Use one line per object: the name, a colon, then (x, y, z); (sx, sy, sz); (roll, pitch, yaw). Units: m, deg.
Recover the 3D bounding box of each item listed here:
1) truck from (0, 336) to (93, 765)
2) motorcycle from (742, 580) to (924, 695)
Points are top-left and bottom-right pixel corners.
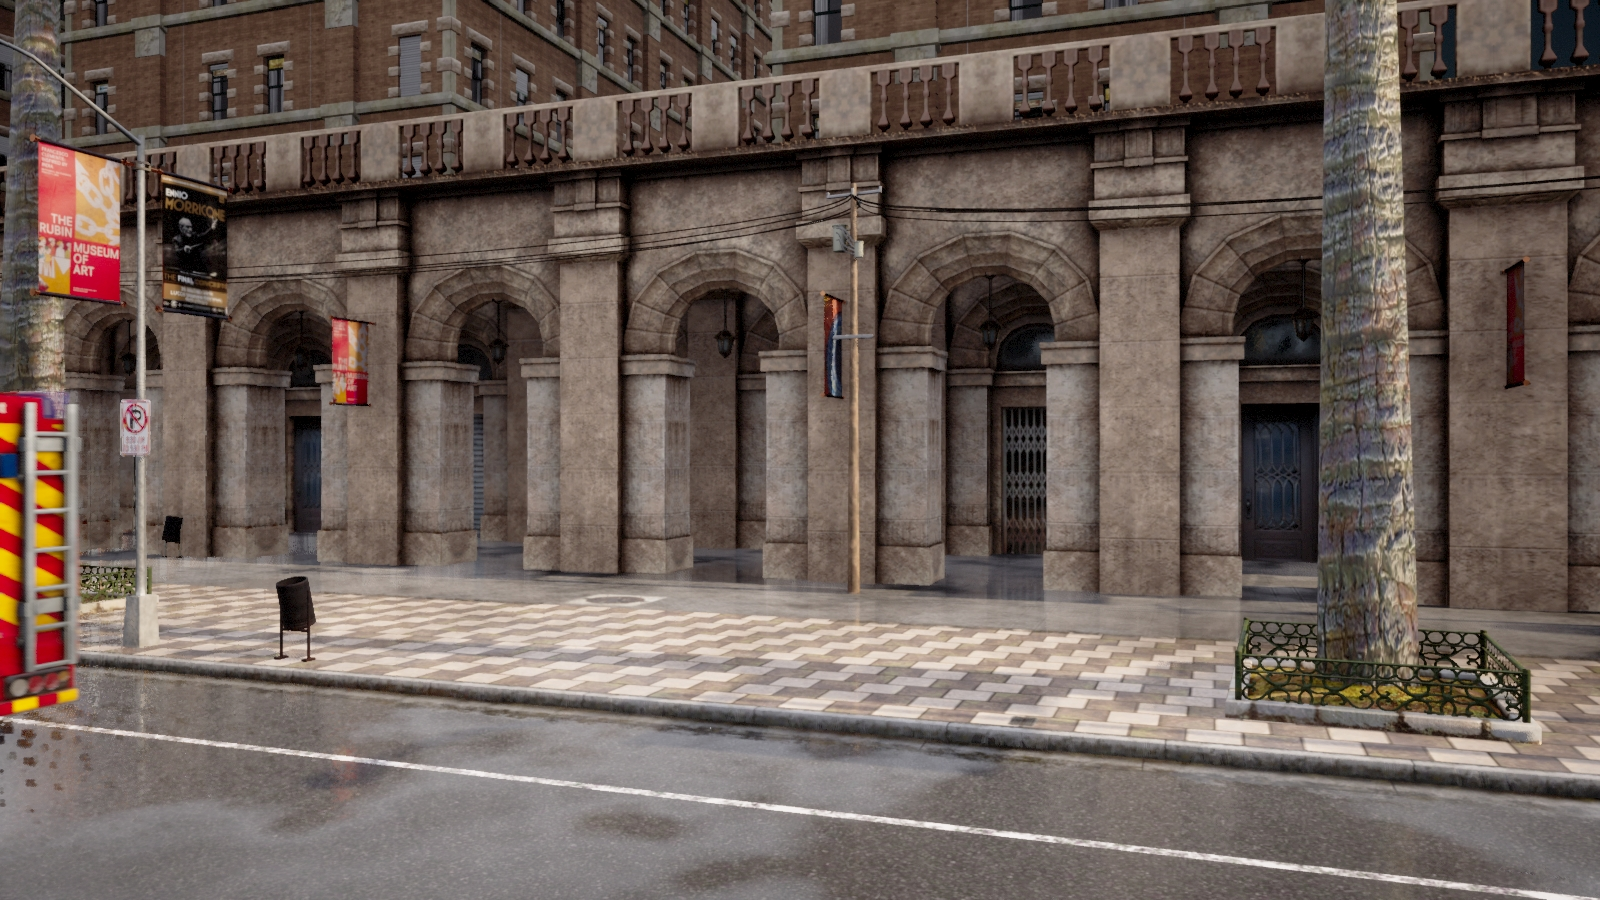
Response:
truck: (-11.299, 0.896, 11.138); (8.468, 3.827, 2.891); (0, 0, 20)
motorcycle: (0.395, 2.215, 13.714); (2.033, 1.145, 0.803); (0, 0, 20)
